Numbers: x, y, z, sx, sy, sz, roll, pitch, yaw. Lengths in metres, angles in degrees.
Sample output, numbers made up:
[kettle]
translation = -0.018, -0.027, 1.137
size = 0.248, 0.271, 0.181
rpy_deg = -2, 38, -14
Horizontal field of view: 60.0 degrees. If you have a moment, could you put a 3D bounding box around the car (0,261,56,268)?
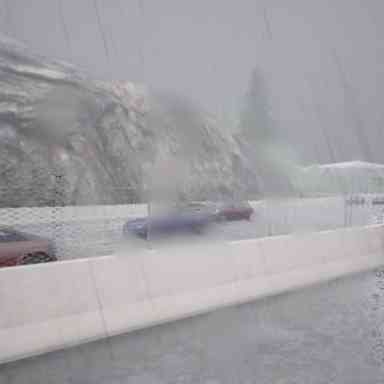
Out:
[car]
translation = -5.767, 1.587, 8.566
size = 4.181, 1.385, 1.994
rpy_deg = 0, 0, -36
